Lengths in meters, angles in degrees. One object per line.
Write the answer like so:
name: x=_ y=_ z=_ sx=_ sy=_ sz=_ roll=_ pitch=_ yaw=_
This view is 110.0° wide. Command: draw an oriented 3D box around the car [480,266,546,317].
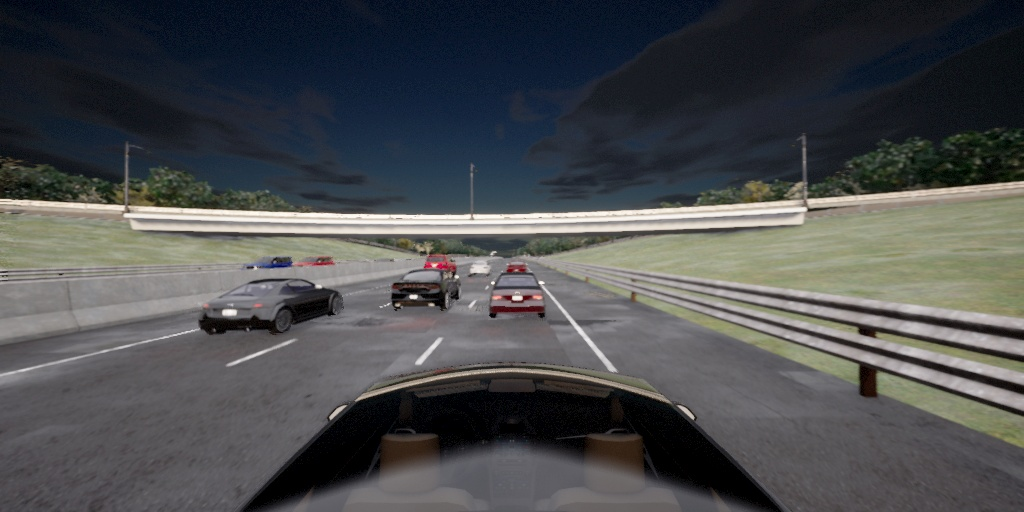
car: x=0.190 y=1.272 z=13.005 sx=2.033 sy=1.411 sz=5.357 roll=0 pitch=0 yaw=1

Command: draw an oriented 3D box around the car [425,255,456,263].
car: x=-6.532 y=0.945 z=33.046 sx=2.150 sy=2.045 sz=5.566 roll=0 pitch=0 yaw=1

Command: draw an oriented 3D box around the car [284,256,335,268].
car: x=-20.659 y=1.031 z=37.415 sx=2.150 sy=2.045 sz=5.566 roll=0 pitch=0 yaw=1

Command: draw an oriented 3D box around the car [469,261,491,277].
car: x=-3.003 y=1.221 z=34.838 sx=1.812 sy=1.442 sz=4.674 roll=0 pitch=0 yaw=1

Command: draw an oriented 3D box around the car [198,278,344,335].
car: x=-6.842 y=1.342 z=10.731 sx=1.994 sy=1.385 sz=4.181 roll=0 pitch=0 yaw=1

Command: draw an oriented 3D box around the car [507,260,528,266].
car: x=0.500 y=1.148 z=35.154 sx=1.882 sy=1.535 sz=5.008 roll=0 pitch=0 yaw=1

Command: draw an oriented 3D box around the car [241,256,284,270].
car: x=-24.184 y=1.060 z=35.822 sx=2.150 sy=2.045 sz=5.566 roll=0 pitch=0 yaw=1

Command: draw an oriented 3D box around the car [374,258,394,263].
car: x=-16.980 y=1.112 z=47.412 sx=2.097 sy=1.767 sz=4.553 roll=0 pitch=0 yaw=1

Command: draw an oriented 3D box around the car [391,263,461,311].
car: x=-3.288 y=1.222 z=14.571 sx=1.882 sy=1.535 sz=5.008 roll=0 pitch=0 yaw=1
